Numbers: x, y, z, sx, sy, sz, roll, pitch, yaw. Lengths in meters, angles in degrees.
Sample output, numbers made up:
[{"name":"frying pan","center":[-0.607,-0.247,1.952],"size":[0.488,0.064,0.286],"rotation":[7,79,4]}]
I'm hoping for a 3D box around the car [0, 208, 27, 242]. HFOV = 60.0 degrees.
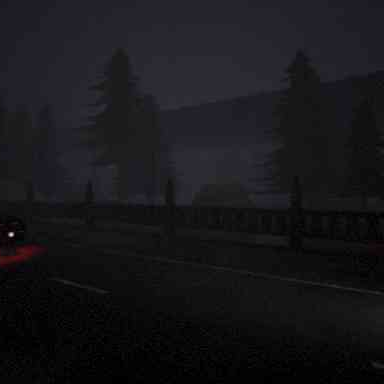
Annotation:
[{"name":"car","center":[-9.345,1.466,14.926],"size":[4.892,1.490,1.837],"rotation":[0,0,35]}]
